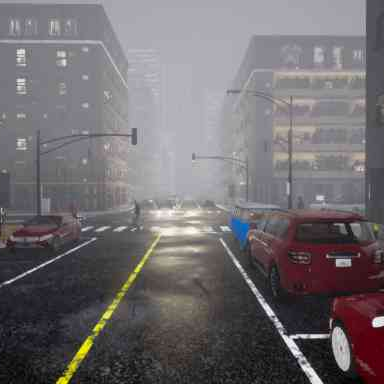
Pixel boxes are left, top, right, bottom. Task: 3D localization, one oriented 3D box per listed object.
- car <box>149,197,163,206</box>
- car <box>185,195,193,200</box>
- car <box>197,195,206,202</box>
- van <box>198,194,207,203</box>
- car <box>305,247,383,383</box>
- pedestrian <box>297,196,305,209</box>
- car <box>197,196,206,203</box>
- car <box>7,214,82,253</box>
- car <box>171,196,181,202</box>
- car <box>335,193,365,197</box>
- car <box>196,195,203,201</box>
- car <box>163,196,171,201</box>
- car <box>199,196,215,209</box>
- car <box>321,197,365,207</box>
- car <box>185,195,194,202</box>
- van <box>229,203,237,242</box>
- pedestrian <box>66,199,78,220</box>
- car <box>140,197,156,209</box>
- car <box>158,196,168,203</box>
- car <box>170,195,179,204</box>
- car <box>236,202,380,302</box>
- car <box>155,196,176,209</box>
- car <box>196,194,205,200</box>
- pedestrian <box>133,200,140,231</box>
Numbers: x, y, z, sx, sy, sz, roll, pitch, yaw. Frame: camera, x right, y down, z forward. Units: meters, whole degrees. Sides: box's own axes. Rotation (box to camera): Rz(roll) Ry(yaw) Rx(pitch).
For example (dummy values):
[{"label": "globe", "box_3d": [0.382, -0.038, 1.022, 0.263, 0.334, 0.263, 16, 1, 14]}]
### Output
[{"label": "car", "box_3d": [-6.173, 1.574, 57.090, 1.947, 1.339, 4.313, 0, 0, 0]}, {"label": "car", "box_3d": [-0.715, 1.455, 85.569, 1.895, 1.301, 4.718, 0, 0, 0]}, {"label": "car", "box_3d": [2.255, 1.571, 51.625, 1.947, 1.339, 4.313, 0, 0, 0]}, {"label": "van", "box_3d": [2.113, 1.356, 68.194, 1.690, 1.788, 3.998, 0, 0, 0]}, {"label": "car", "box_3d": [2.667, 1.544, 2.652, 1.887, 1.381, 4.507, 0, 0, 0]}, {"label": "pedestrian", "box_3d": [5.894, 1.140, 18.180, 0.375, 1.860, 0.375, 0, 0, 0]}, {"label": "car", "box_3d": [2.069, 1.585, 73.718, 1.947, 1.339, 4.313, 0, 0, 0]}, {"label": "car", "box_3d": [-5.807, 1.581, 13.639, 1.802, 1.307, 4.206, 0, 0, 0]}, {"label": "car", "box_3d": [-3.625, 1.558, 74.908, 2.033, 1.411, 5.357, 0, 0, 0]}, {"label": "car", "box_3d": [15.484, 1.031, 33.350, 5.009, 1.841, 2.192, -1, 1, -1]}, {"label": "car", "box_3d": [1.927, 1.557, 90.457, 1.752, 1.417, 4.829, 0, 0, 0]}, {"label": "car", "box_3d": [-6.405, 1.609, 84.706, 1.802, 1.307, 4.206, 0, 0, 0]}, {"label": "car", "box_3d": [2.301, 1.585, 46.101, 1.802, 1.307, 4.206, 0, 0, 0]}, {"label": "car", "box_3d": [13.373, 1.368, 30.739, 4.718, 1.301, 1.895, -1, 0, -1]}, {"label": "car", "box_3d": [-0.631, 1.536, 75.533, 1.812, 1.442, 4.674, 0, 0, 0]}, {"label": "van", "box_3d": [2.572, 1.340, 13.708, 1.690, 1.788, 3.998, 0, 0, 0]}, {"label": "pedestrian", "box_3d": [-6.929, 1.293, 19.388, 0.375, 1.860, 0.375, 0, 0, 0]}, {"label": "car", "box_3d": [-6.080, 1.569, 46.043, 1.947, 1.339, 4.313, 0, 0, 0]}, {"label": "car", "box_3d": [-6.312, 1.563, 73.660, 1.887, 1.381, 4.507, 0, 0, 0]}, {"label": "car", "box_3d": [-3.535, 1.570, 53.425, 1.994, 1.385, 4.181, 0, 0, -1]}, {"label": "car", "box_3d": [2.618, 1.314, 8.180, 2.192, 1.841, 5.009, 0, 0, 0]}, {"label": "car", "box_3d": [-3.449, 1.603, 43.983, 1.895, 1.301, 4.718, 0, 0, -1]}, {"label": "car", "box_3d": [2.161, 1.556, 62.671, 1.887, 1.381, 4.507, 0, 0, 0]}, {"label": "pedestrian", "box_3d": [-3.137, 1.292, 18.816, 0.375, 1.860, 0.375, 0, 0, 0]}]
